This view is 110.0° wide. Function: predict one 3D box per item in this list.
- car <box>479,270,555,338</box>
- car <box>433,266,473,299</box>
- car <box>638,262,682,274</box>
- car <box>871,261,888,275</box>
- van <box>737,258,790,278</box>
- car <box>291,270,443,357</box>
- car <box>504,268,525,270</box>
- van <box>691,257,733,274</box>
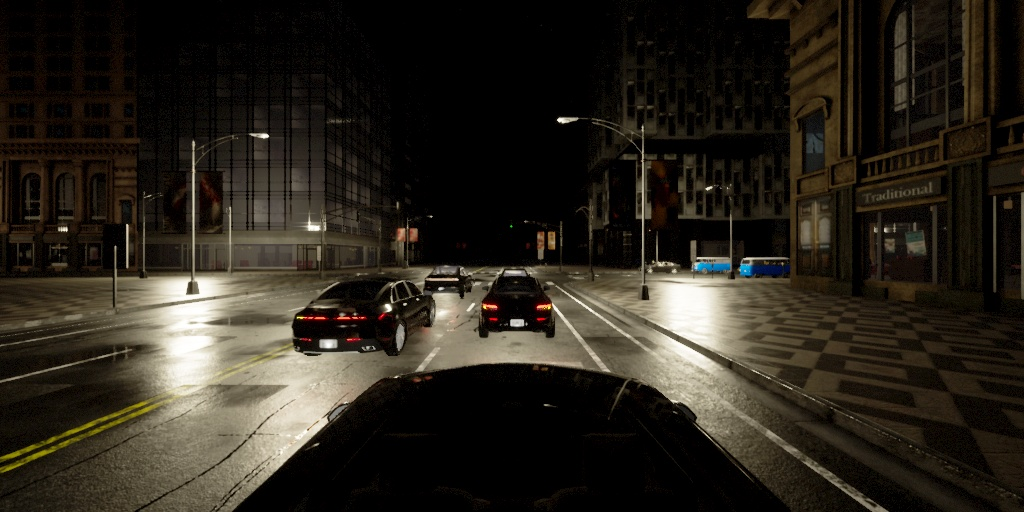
[{"bbox_3d":[0.120,1.275,10.039,1.812,1.442,4.674,0,0,0],"label":"car"},{"bbox_3d":[-3.111,1.241,18.199,2.128,1.511,4.902,0,0,0],"label":"car"},{"bbox_3d":[15.970,1.261,38.797,4.403,1.370,2.007,0,0,0],"label":"car"},{"bbox_3d":[32.769,1.250,30.157,4.207,1.307,1.802,0,0,0],"label":"car"},{"bbox_3d":[21.532,1.031,30.233,3.998,1.789,1.690,0,0,0],"label":"van"},{"bbox_3d":[-3.136,1.255,8.562,1.837,1.490,4.892,0,0,0],"label":"car"},{"bbox_3d":[0.143,1.313,18.769,1.994,1.385,4.181,0,0,0],"label":"car"},{"bbox_3d":[21.588,1.040,38.758,3.998,1.789,1.690,0,0,0],"label":"van"}]
